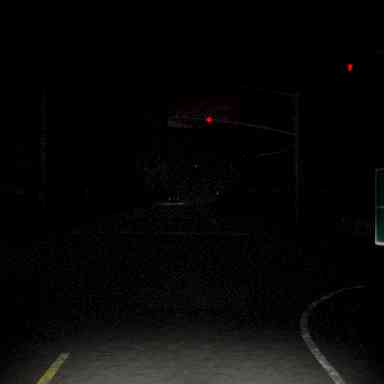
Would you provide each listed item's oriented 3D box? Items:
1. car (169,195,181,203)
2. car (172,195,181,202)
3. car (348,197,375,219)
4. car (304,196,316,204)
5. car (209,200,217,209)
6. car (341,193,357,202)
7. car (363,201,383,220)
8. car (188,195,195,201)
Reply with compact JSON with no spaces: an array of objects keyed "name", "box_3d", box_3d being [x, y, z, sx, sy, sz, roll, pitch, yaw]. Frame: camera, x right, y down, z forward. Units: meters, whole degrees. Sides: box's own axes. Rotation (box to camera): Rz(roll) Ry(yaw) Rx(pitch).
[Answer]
[{"name":"car","box_3d":[-3.598,1.353,68.606,2.097,1.767,4.553,0,0,0]},{"name":"car","box_3d":[-3.603,1.540,78.927,2.033,1.411,5.357,0,0,0]},{"name":"car","box_3d":[14.316,1.505,25.001,3.866,1.878,1.905,0,0,0]},{"name":"car","box_3d":[22.368,1.552,64.085,1.970,1.475,3.806,0,0,0]},{"name":"car","box_3d":[4.493,1.717,47.831,4.181,1.385,1.994,1,1,5]},{"name":"car","box_3d":[34.755,1.489,71.902,2.007,1.523,4.514,0,0,0]},{"name":"car","box_3d":[18.631,1.672,30.680,4.611,1.667,2.242,0,0,0]},{"name":"car","box_3d":[-0.113,1.552,86.348,1.994,1.385,4.181,0,0,0]}]
